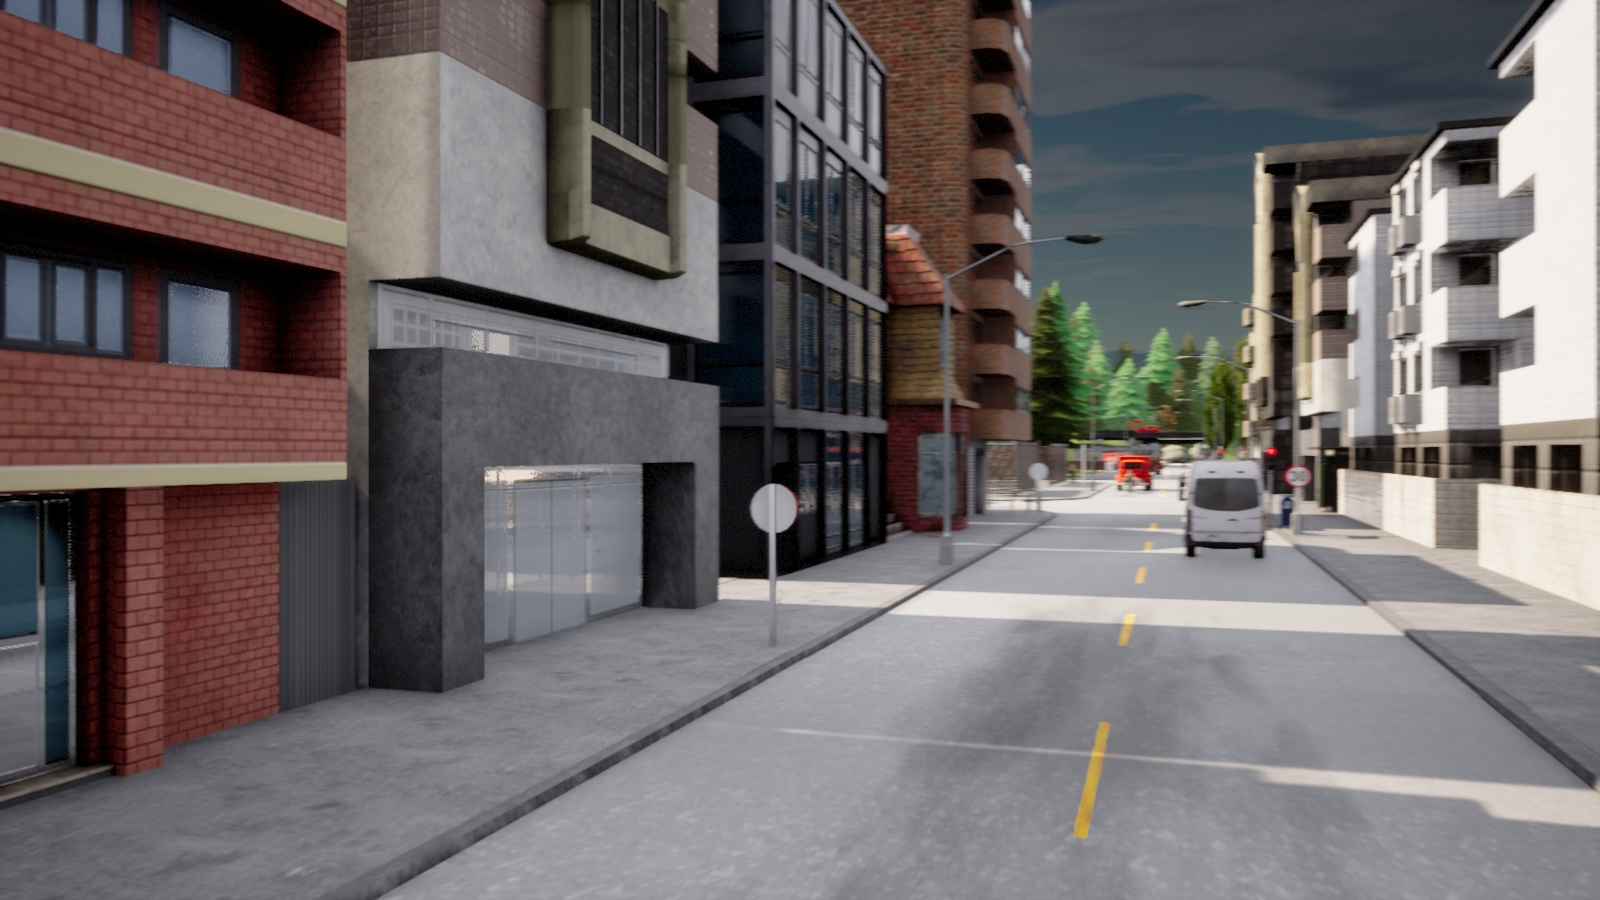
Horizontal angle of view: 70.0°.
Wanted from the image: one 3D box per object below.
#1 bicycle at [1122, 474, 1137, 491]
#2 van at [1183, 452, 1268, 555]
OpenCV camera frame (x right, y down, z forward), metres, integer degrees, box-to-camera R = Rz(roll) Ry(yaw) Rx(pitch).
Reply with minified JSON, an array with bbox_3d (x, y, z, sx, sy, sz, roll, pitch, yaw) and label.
[{"bbox_3d":[21.440,2.109,74.346,0.859,1.080,1.487,0,0,18],"label":"bicycle"},{"bbox_3d":[11.708,1.344,31.739,1.988,2.561,5.915,0,0,18],"label":"van"}]
